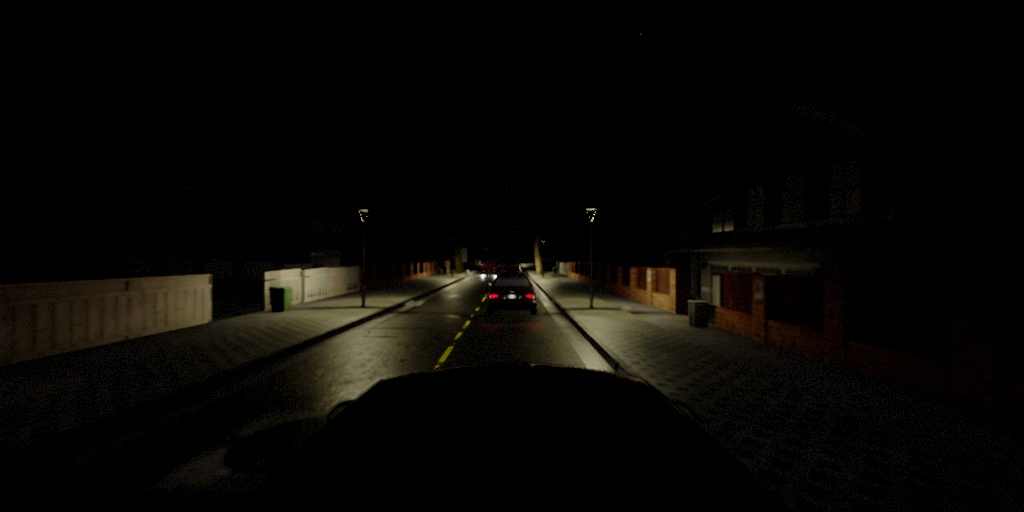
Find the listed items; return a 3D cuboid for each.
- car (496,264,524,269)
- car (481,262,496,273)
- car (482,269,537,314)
[{"bbox_3d":[0.014,1.444,30.332,2.128,1.511,4.902,0,0,0],"label":"car"},{"bbox_3d":[-2.785,1.475,45.620,1.882,1.535,5.008,0,0,0],"label":"car"},{"bbox_3d":[0.006,1.409,14.347,2.033,1.411,5.357,0,0,0],"label":"car"}]
